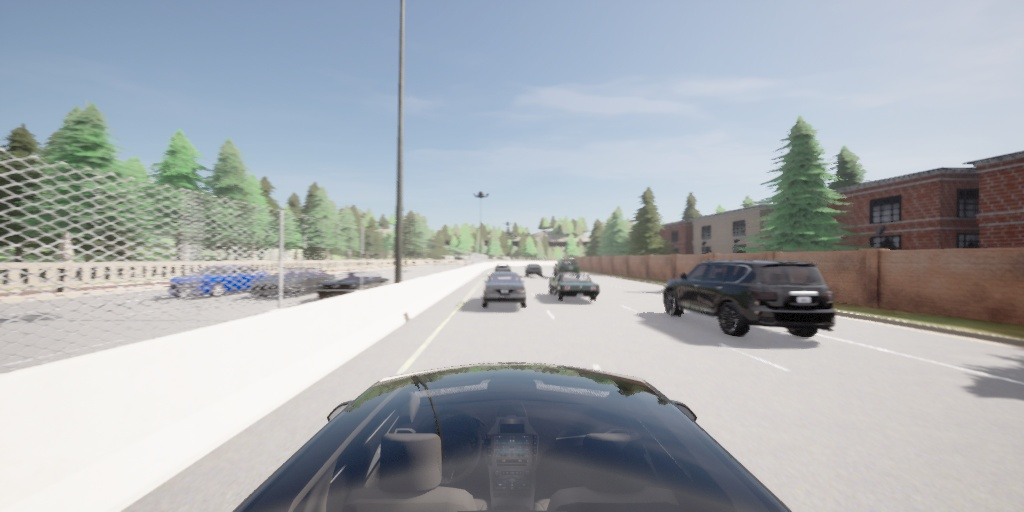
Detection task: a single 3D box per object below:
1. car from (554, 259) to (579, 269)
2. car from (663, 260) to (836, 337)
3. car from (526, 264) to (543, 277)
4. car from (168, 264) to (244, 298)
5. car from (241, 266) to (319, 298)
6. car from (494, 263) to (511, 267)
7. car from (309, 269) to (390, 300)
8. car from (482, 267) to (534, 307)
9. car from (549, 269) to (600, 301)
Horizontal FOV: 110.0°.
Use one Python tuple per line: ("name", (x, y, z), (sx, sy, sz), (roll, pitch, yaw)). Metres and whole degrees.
("car", (5.979, 1.365, 39.727), (2.150, 2.045, 5.566), (1, 0, -2))
("car", (6.798, 1.137, 11.123), (2.150, 2.045, 5.566), (1, 0, -2))
("car", (2.427, 1.618, 41.349), (1.837, 1.490, 4.892), (1, 0, -2))
("car", (-14.615, 1.183, 18.269), (1.882, 1.535, 5.008), (1, 0, -2))
("car", (-11.133, 1.301, 18.854), (2.033, 1.411, 5.357), (1, -1, -2))
("car", (-1.100, 1.567, 42.266), (2.128, 1.511, 4.902), (1, 0, -2))
("car", (-7.595, 1.388, 17.567), (1.895, 1.301, 4.718), (1, 0, -2))
("car", (-0.353, 1.414, 16.184), (2.033, 1.411, 5.357), (1, 0, -2))
("car", (3.075, 1.532, 18.743), (1.895, 1.301, 4.718), (1, 0, -2))
